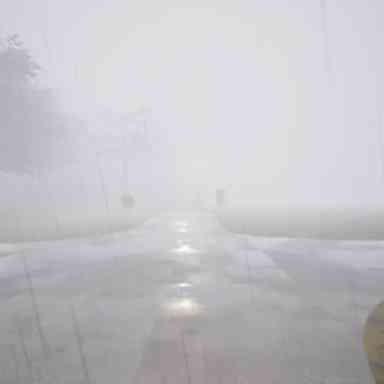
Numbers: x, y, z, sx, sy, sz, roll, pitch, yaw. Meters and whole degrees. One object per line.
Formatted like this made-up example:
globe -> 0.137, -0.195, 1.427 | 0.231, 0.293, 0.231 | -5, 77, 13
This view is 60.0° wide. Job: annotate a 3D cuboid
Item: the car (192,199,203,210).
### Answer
car -> 0.971, 2.390, 57.526 | 2.033, 1.411, 5.357 | 0, -1, 1
